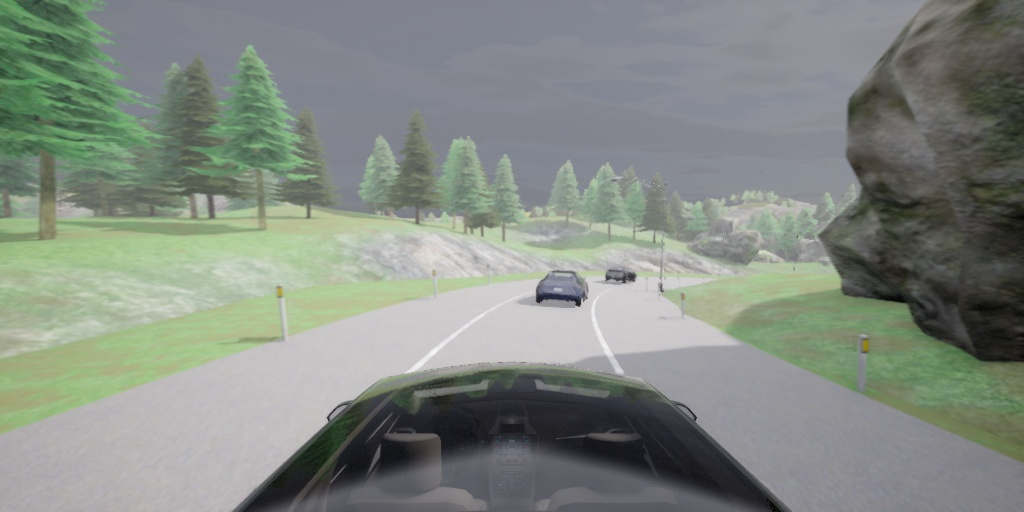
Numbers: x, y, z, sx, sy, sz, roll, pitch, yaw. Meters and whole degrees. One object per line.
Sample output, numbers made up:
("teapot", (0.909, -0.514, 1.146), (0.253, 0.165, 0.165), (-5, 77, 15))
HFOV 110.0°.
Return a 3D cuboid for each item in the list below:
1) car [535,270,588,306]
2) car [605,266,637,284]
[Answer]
("car", (2.334, 1.315, 16.109), (1.994, 1.385, 4.181), (3, 0, 15))
("car", (10.072, 1.711, 32.938), (2.128, 1.511, 4.902), (5, 0, 34))
